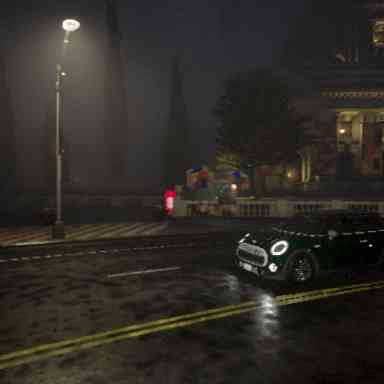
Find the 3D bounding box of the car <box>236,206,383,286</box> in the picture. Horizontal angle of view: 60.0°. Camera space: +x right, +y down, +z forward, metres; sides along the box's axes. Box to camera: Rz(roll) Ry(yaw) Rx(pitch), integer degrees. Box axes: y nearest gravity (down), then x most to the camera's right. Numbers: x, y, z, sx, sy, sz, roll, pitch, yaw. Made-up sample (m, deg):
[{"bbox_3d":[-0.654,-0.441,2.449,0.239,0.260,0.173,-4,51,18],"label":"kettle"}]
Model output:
[{"bbox_3d":[3.506,1.306,9.207,4.553,1.767,2.097,0,0,-21],"label":"car"}]
